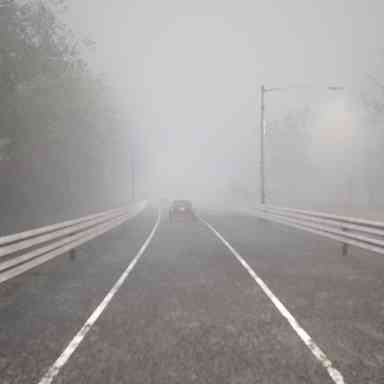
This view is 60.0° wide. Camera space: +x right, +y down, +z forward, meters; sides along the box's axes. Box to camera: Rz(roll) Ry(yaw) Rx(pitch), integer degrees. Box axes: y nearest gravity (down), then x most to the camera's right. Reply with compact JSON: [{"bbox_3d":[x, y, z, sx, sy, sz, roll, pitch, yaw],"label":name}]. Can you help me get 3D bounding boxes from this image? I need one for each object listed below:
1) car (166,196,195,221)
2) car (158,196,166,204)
[{"bbox_3d":[-0.921,1.368,27.957,2.097,1.767,4.553,0,0,-4],"label":"car"},{"bbox_3d":[-5.234,1.535,62.962,1.837,1.490,4.892,0,0,-10],"label":"car"}]
